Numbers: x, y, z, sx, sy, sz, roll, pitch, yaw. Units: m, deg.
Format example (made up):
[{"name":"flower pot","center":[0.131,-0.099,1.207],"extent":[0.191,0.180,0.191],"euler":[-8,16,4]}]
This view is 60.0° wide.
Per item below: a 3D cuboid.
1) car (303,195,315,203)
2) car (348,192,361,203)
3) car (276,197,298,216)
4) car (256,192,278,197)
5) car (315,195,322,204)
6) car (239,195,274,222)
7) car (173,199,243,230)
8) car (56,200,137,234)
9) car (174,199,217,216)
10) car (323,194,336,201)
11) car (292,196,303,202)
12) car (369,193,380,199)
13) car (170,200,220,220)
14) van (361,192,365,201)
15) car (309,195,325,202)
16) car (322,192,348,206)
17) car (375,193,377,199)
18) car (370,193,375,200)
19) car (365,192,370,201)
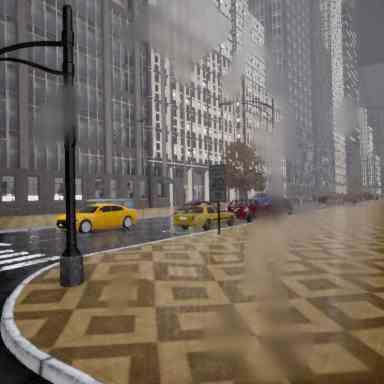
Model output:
[{"name":"car","center":[22.859,1.233,64.682],"extent":[1.967,1.590,4.097],"euler":[-2,-1,35]},{"name":"car","center":[26.291,1.027,55.528],"extent":[1.967,1.590,4.097],"euler":[-2,-1,35]},{"name":"car","center":[7.155,1.320,28.025],"extent":[1.802,1.307,4.206],"euler":[-2,-1,35]},{"name":"car","center":[8.613,1.058,39.598],"extent":[2.150,2.045,5.566],"euler":[-2,0,35]},{"name":"car","center":[21.687,1.154,53.262],"extent":[1.882,1.535,5.008],"euler":[-2,-1,35]},{"name":"car","center":[3.965,1.206,23.440],"extent":[1.967,1.590,4.097],"euler":[-2,-1,35]},{"name":"car","center":[0.876,1.318,18.993],"extent":[1.752,1.417,4.829],"euler":[-2,-1,35]},{"name":"car","center":[-5.436,1.441,19.406],"extent":[1.882,1.535,5.008],"euler":[-2,-1,35]},{"name":"car","center":[0.416,1.492,32.387],"extent":[1.752,1.417,4.829],"euler":[-2,-1,35]},{"name":"car","center":[32.440,1.271,78.461],"extent":[1.887,1.381,4.507],"euler":[-2,-1,35]},{"name":"car","center":[16.476,1.389,55.494],"extent":[2.008,1.369,4.403],"euler":[-2,-1,35]},{"name":"car","center":[45.520,1.005,82.970],"extent":[2.008,1.369,4.403],"euler":[-2,-1,35]},{"name":"car","center":[0.377,1.437,27.765],"extent":[1.812,1.442,4.674],"euler":[-2,-1,35]},{"name":"van","center":[29.503,0.904,60.096],"extent":[1.690,1.788,3.998],"euler":[-2,-1,35]},{"name":"car","center":[26.054,1.314,69.275],"extent":[1.887,1.381,4.507],"euler":[-2,-1,35]},{"name":"car","center":[20.009,1.159,46.500],"extent":[1.752,1.417,4.829],"euler":[-2,-1,35]},{"name":"car","center":[39.146,1.061,73.798],"extent":[1.947,1.339,4.313],"euler":[-2,-1,35]},{"name":"car","center":[35.916,0.833,69.241],"extent":[2.192,1.841,5.009],"euler":[-2,-1,35]},{"name":"car","center":[32.709,0.980,64.670],"extent":[1.967,1.590,4.097],"euler":[-2,-1,35]}]
